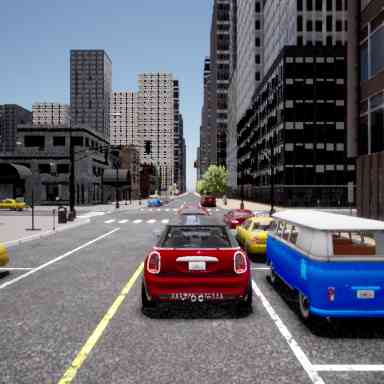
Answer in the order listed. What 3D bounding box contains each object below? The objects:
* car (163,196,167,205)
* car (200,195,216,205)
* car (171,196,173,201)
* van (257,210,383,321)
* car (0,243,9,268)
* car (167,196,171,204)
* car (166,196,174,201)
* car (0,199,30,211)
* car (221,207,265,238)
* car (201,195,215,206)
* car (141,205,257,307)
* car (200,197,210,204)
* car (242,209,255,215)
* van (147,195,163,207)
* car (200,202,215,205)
[{"bbox_3d":[-5.767,1.505,56.213,1.967,1.590,4.097,0,0,0],"label":"car"},{"bbox_3d":[2.619,1.369,50.703,2.192,1.841,5.009,0,0,0],"label":"car"},{"bbox_3d":[-5.789,1.654,72.785,2.008,1.369,4.403,0,0,0],"label":"car"},{"bbox_3d":[2.678,1.341,6.988,1.690,1.788,3.998,0,0,0],"label":"van"},{"bbox_3d":[-5.701,1.525,6.807,1.752,1.417,4.829,0,0,0],"label":"car"},{"bbox_3d":[-5.782,1.529,67.262,1.967,1.590,4.097,0,0,0],"label":"car"},{"bbox_3d":[-5.811,1.673,89.187,1.752,1.417,4.829,0,0,0],"label":"car"},{"bbox_3d":[-21.460,1.469,38.500,4.829,1.417,1.752,0,0,0],"label":"car"},{"bbox_3d":[2.663,1.587,18.315,1.802,1.307,4.206,0,0,0],"label":"car"},{"bbox_3d":[2.612,1.380,56.227,2.192,1.841,5.009,0,0,0],"label":"car"},{"bbox_3d":[0.088,1.352,8.127,2.097,1.767,4.553,0,0,0],"label":"car"},{"bbox_3d":[2.599,1.655,67.275,1.947,1.339,4.313,0,0,0],"label":"car"},{"bbox_3d":[2.670,1.527,12.822,1.752,1.417,4.829,0,0,0],"label":"car"},{"bbox_3d":[-5.760,1.395,50.690,1.690,1.788,3.998,0,0,0],"label":"van"},{"bbox_3d":[0.077,1.482,17.334,1.882,1.535,5.008,0,0,0],"label":"car"}]
